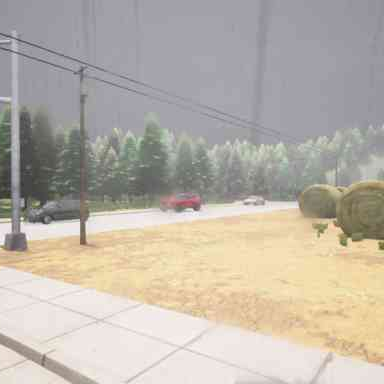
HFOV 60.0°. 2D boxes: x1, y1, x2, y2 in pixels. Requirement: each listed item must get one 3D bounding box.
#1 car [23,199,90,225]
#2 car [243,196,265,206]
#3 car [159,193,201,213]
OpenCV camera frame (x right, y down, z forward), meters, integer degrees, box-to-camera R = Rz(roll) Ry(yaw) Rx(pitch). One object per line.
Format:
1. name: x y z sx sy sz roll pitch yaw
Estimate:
1. car: -9.941 1.362 24.630 2.097 1.767 4.553 0 0 37
2. car: 9.427 1.362 50.489 1.812 1.442 4.674 0 0 37
3. car: -1.205 1.153 36.360 2.150 2.045 5.566 0 0 37
